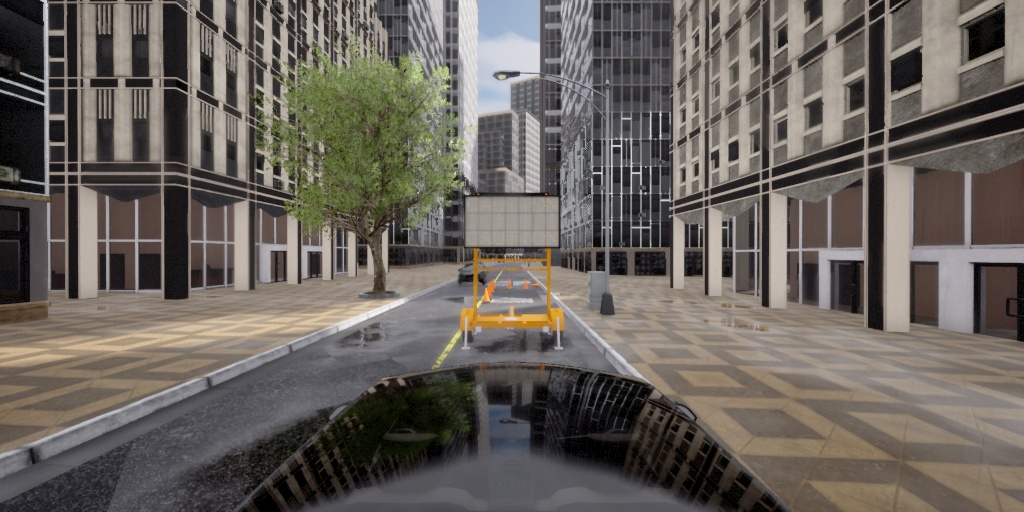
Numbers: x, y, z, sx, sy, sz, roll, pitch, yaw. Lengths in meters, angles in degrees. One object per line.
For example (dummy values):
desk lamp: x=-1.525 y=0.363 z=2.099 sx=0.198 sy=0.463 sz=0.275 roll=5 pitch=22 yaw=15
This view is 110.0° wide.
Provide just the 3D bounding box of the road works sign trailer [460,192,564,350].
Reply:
road works sign trailer: x=0.006 y=0.214 z=9.066 sx=2.380 sy=3.560 sz=2.880 roll=0 pitch=0 yaw=0

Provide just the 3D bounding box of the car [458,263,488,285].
car: x=-2.733 y=1.263 z=25.910 sx=1.837 sy=1.490 sz=4.892 roll=0 pitch=0 yaw=0
